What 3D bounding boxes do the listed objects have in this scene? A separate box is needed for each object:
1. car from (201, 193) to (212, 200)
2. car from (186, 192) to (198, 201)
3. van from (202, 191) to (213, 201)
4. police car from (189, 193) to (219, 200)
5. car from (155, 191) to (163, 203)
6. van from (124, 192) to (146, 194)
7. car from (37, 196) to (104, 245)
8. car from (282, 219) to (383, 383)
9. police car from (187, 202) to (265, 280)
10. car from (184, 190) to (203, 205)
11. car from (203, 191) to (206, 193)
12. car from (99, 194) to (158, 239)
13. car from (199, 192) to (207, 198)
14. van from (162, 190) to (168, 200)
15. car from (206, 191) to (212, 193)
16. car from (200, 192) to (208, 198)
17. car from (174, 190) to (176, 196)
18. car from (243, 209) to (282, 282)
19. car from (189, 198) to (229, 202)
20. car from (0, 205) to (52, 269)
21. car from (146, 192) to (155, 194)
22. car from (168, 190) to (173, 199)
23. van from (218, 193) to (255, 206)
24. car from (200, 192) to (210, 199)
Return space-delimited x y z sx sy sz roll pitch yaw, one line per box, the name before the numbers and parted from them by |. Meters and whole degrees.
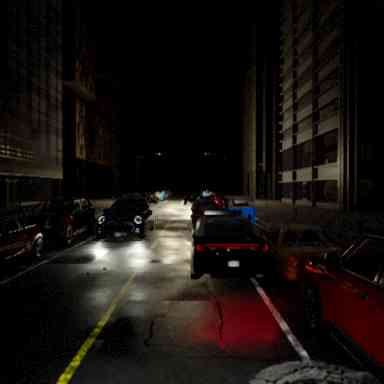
car | 2.764 0.822 65.165 1.887 1.381 4.507 0 1 0
car | 0.001 0.816 60.804 2.128 1.511 4.902 0 1 0
van | 2.764 0.680 59.554 1.690 1.788 3.998 0 1 0
police car | 0.901 1.136 25.746 1.930 1.638 5.238 0 1 0
car | -5.761 1.012 48.329 2.008 1.369 4.403 0 1 0
van | -5.761 0.987 31.500 1.690 1.788 3.998 0 1 0
car | -5.761 1.149 14.672 2.192 1.841 5.009 0 1 0
car | 2.764 1.274 3.466 2.192 1.841 5.009 0 1 0
police car | 0.900 1.315 9.747 1.930 1.638 5.238 0 1 0
car | 0.026 0.704 46.107 2.150 2.045 5.566 0 0 1
car | 2.764 0.901 48.337 1.967 1.590 4.097 0 1 0
car | -3.100 1.169 16.153 2.097 1.767 4.553 0 1 0
car | 2.764 0.618 82.162 1.752 1.417 4.829 0 1 0
van | -5.761 0.679 59.546 1.690 1.788 3.998 0 1 0
car | 2.764 0.962 31.510 2.192 1.841 5.009 0 1 0
car | 2.764 0.678 76.553 1.752 1.417 4.829 0 1 0
car | -5.761 0.564 87.423 1.752 1.417 4.829 0 1 0
car | 2.763 1.420 9.247 1.752 1.417 4.829 0 1 0
car | 0.901 1.305 19.638 1.812 1.442 4.674 0 1 0
car | -5.762 1.336 9.064 1.967 1.590 4.097 0 1 0
car | -5.761 0.899 37.109 2.192 1.841 5.009 0 1 0
car | -5.761 0.656 70.765 1.967 1.590 4.097 0 1 0
van | 2.764 1.112 20.292 1.690 1.788 3.998 0 1 0
car | 2.764 0.782 70.774 1.947 1.339 4.313 0 1 0
